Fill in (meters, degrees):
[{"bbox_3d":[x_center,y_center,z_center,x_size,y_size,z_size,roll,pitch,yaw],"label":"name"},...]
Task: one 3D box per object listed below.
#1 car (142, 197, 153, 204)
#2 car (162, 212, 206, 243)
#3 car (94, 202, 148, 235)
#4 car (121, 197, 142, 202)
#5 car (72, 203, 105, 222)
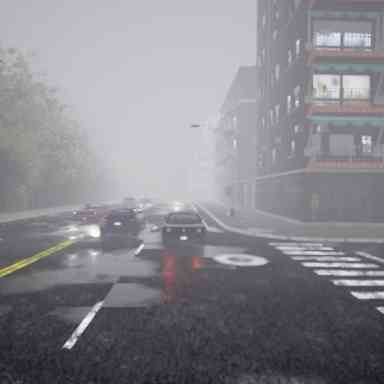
[{"bbox_3d":[-8.301,1.489,60.715,1.895,1.301,4.718,1,0,-2],"label":"car"},{"bbox_3d":[-0.407,1.611,16.206,1.895,1.301,4.718,0,1,-2],"label":"car"},{"bbox_3d":[-3.728,1.517,18.432,1.994,1.385,4.181,1,1,-2],"label":"car"},{"bbox_3d":[-7.851,1.381,42.038,1.812,1.442,4.674,0,0,-2],"label":"car"},{"bbox_3d":[-7.370,1.489,24.873,1.895,1.301,4.718,1,0,-2],"label":"car"}]
